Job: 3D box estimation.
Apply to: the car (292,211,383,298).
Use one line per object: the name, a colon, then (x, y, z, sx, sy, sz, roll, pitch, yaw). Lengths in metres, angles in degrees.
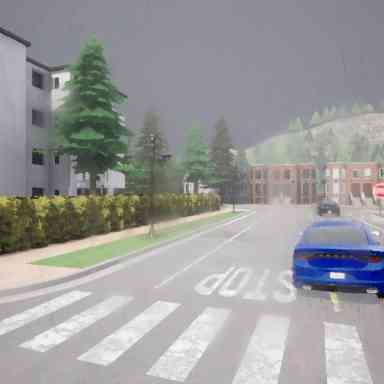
car: (3.830, 1.481, 8.709, 1.882, 1.535, 5.008, -3, -2, 24)

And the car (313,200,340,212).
car: (12.901, 1.542, 32.005, 1.837, 1.490, 4.892, 1, 0, 14)
